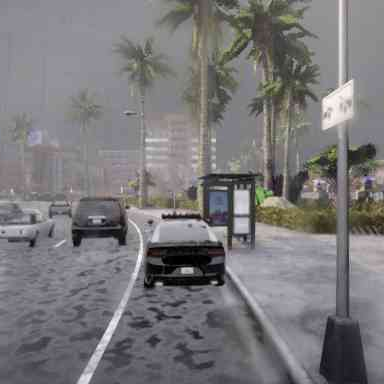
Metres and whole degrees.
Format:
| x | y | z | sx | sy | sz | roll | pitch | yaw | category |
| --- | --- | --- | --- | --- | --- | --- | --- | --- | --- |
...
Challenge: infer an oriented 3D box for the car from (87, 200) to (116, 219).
| x | y | z | sx | sy | sz | roll | pitch | yaw | category |
| --- | --- | --- | --- | --- | --- | --- | --- | --- | --- |
| -8.508 | 1.542 | 30.977 | 2.033 | 1.411 | 5.357 | 0 | 0 | -22 | car |

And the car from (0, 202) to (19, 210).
| x | y | z | sx | sy | sz | roll | pitch | yaw | category |
| --- | --- | --- | --- | --- | --- | --- | --- | --- | --- |
| -13.234 | 1.503 | 23.349 | 1.837 | 1.490 | 4.892 | 0 | 0 | -17 | car |

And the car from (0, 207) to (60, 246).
| x | y | z | sx | sy | sz | roll | pitch | yaw | category |
| --- | --- | --- | --- | --- | --- | --- | --- | --- | --- |
| -7.610 | 1.596 | 15.040 | 1.895 | 1.301 | 4.718 | 0 | 0 | -10 | car |

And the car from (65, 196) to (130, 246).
| x | y | z | sx | sy | sz | roll | pitch | yaw | category |
| --- | --- | --- | --- | --- | --- | --- | --- | --- | --- |
| -4.140 | 1.214 | 15.532 | 2.150 | 2.045 | 5.566 | 0 | 0 | -10 | car |

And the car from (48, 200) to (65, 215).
| x | y | z | sx | sy | sz | roll | pitch | yaw | category |
| --- | --- | --- | --- | --- | --- | --- | --- | --- | --- |
| -11.882 | 1.484 | 29.963 | 2.128 | 1.511 | 4.902 | 0 | 0 | -22 | car |

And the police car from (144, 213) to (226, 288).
| x | y | z | sx | sy | sz | roll | pitch | yaw | category |
| --- | --- | --- | --- | --- | --- | --- | --- | --- | --- |
| -0.319 | 1.424 | 9.464 | 1.930 | 1.638 | 5.238 | 0 | 0 | -5 | police car |
